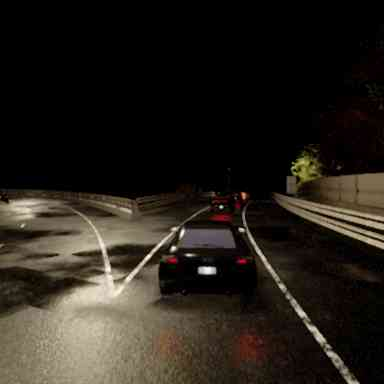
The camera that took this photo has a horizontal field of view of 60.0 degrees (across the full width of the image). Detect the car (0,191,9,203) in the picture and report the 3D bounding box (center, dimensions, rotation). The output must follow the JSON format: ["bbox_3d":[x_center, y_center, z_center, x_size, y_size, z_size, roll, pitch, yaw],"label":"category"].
[{"bbox_3d":[-23.584,0.578,40.497,2.033,1.411,5.357,-1,2,-36],"label":"car"}]

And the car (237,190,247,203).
[{"bbox_3d":[5.298,0.576,41.414,2.128,1.511,4.902,0,1,12],"label":"car"}]

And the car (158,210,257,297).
[{"bbox_3d":[0.385,1.370,8.149,1.994,1.385,4.181,0,1,3],"label":"car"}]

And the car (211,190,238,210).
[{"bbox_3d":[2.672,0.846,28.008,1.837,1.490,4.892,0,1,10],"label":"car"}]

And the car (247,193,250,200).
[{"bbox_3d":[7.747,0.463,53.308,2.097,1.767,4.553,0,-1,12],"label":"car"}]

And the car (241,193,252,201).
[{"bbox_3d":[11.572,1.118,70.683,1.882,1.535,5.008,0,-3,14],"label":"car"}]
